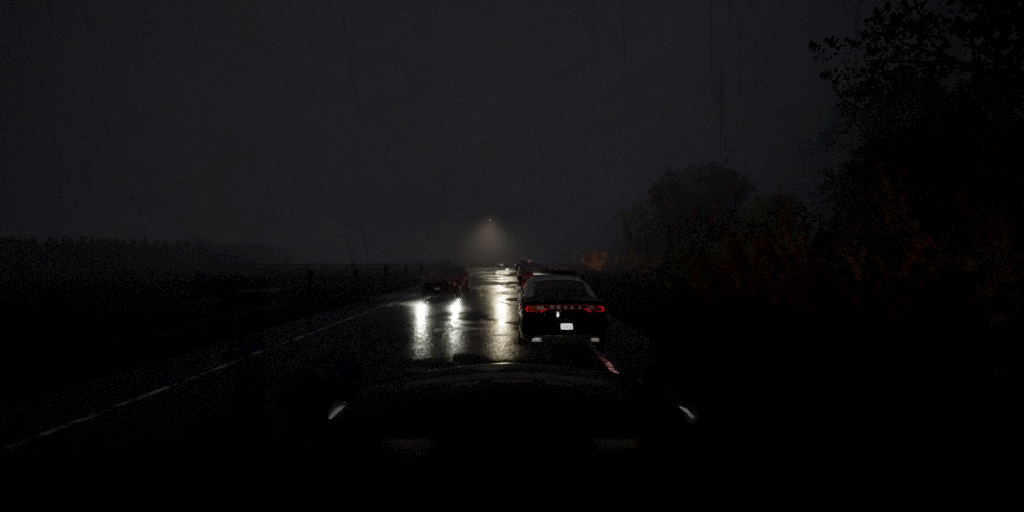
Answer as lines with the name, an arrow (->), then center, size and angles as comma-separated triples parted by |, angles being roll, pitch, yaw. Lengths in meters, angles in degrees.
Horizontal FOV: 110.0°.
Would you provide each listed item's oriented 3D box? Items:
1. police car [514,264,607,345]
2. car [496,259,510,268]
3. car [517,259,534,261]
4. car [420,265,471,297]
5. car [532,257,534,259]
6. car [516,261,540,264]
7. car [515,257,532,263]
police car -> 1.101, 1.173, 9.597 | 1.930, 1.638, 5.238 | 0, 0, 1
car -> -1.495, 1.236, 59.551 | 1.812, 1.442, 4.674 | 0, 0, 4
car -> 1.428, 1.218, 25.431 | 1.882, 1.535, 5.008 | 0, 0, 2
car -> -3.374, 1.221, 18.915 | 1.882, 1.535, 5.008 | 0, 0, 1
car -> 2.167, 1.062, 61.116 | 2.097, 1.767, 4.553 | 0, 0, 4
car -> 1.270, 1.222, 19.452 | 1.882, 1.535, 5.008 | 0, 0, 1
car -> 1.458, 1.227, 49.185 | 1.837, 1.490, 4.892 | 0, 0, 4
